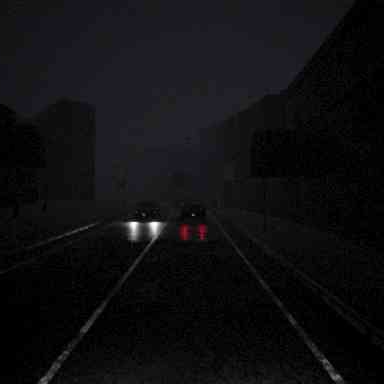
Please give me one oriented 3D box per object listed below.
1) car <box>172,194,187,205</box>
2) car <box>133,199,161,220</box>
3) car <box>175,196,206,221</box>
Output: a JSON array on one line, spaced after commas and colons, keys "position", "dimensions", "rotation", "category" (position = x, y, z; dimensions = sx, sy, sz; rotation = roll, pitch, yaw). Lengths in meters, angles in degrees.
[{"position": [-1.370, 1.073, 42.513], "dimensions": [1.837, 1.490, 4.892], "rotation": [1, 1, -10], "category": "car"}, {"position": [-3.518, 1.393, 26.588], "dimensions": [1.837, 1.490, 4.892], "rotation": [0, 1, 0], "category": "car"}, {"position": [0.063, 1.339, 25.315], "dimensions": [2.128, 1.511, 4.902], "rotation": [0, 1, 0], "category": "car"}]
